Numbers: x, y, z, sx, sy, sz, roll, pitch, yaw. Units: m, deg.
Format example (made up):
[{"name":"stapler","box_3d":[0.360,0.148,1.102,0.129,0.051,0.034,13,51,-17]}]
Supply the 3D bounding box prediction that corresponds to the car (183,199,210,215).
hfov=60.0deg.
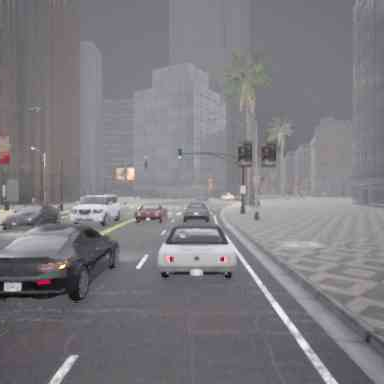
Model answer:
[{"name":"car","box_3d":[0.387,1.523,25.895,1.994,1.385,4.181,0,0,2]}]

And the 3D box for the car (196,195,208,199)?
[{"name":"car","box_3d":[2.257,1.481,72.858,1.837,1.490,4.892,0,0,17]}]

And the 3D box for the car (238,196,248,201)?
[{"name":"car","box_3d":[12.077,1.544,80.648,2.033,1.411,5.357,0,0,22]}]

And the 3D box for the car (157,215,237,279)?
[{"name":"car","box_3d":[0.138,1.583,9.970,1.895,1.301,4.718,0,0,1]}]

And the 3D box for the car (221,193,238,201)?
[{"name":"car","box_3d":[8.726,1.218,81.013,2.150,2.045,5.566,0,0,22]}]

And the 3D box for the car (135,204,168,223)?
[{"name":"car","box_3d":[-2.918,1.561,24.879,1.895,1.301,4.718,0,0,2]}]

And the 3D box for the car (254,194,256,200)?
[{"name":"car","box_3d":[16.317,1.345,90.104,2.097,1.767,4.553,0,0,27]}]

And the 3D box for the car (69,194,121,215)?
[{"name":"car","box_3d":[-6.400,1.186,22.722,2.150,2.045,5.566,0,0,2]}]

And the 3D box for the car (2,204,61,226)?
[{"name":"car","box_3d":[-9.692,1.490,20.523,1.812,1.442,4.674,0,0,1]}]

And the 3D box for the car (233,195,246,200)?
[{"name":"car","box_3d":[13.029,1.568,90.789,1.895,1.301,4.718,0,0,27]}]

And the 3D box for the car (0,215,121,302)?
[{"name":"car","box_3d":[-3.108,1.512,8.130,1.812,1.442,4.674,0,0,1]}]
